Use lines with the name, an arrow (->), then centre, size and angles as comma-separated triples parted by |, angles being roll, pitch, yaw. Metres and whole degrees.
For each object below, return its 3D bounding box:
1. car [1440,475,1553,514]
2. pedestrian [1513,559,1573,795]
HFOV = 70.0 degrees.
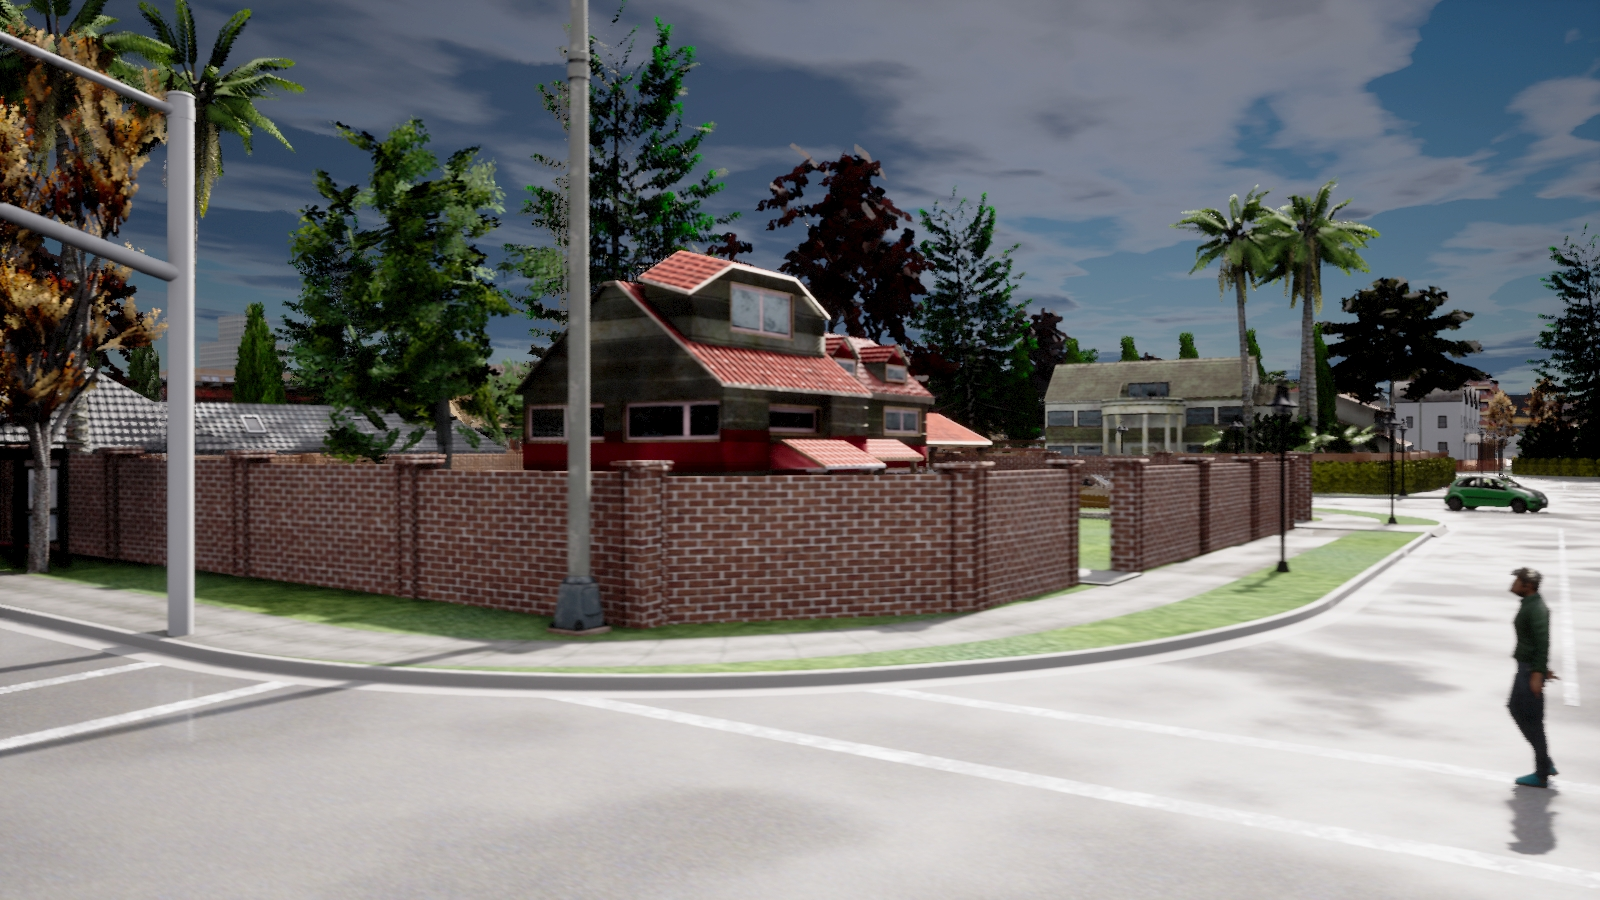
car -> 31.703, 1.989, 52.065 | 1.851, 1.617, 3.988 | 0, 0, -35
pedestrian -> 6.172, 1.861, 9.501 | 0.375, 1.860, 0.375 | 0, 0, 27
